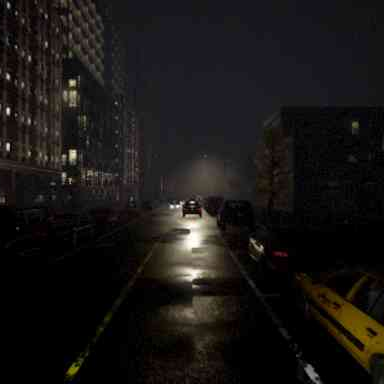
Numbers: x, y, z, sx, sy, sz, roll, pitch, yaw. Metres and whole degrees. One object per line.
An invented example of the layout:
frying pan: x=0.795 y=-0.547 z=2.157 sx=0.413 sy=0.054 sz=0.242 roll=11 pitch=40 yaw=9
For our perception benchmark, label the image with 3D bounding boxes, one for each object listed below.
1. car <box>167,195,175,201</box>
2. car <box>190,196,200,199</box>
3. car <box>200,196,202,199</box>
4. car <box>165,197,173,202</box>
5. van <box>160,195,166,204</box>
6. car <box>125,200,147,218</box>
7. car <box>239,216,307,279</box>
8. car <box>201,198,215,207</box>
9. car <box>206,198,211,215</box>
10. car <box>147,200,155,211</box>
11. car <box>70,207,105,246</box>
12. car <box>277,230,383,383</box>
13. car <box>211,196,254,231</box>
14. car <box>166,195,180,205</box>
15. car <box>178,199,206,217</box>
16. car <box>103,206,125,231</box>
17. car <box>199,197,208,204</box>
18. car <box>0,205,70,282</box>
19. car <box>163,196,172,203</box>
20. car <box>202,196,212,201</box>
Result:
car: x=-5.952 y=1.760 z=92.835 sx=1.967 sy=1.590 sz=4.097 roll=0 pitch=0 yaw=0
car: x=-0.027 y=1.645 z=45.663 sx=1.837 sy=1.490 sz=4.892 roll=0 pitch=0 yaw=0
car: x=2.574 y=1.443 z=43.024 sx=2.192 sy=1.841 sz=5.009 roll=0 pitch=0 yaw=0
car: x=-5.936 y=1.879 z=87.297 sx=1.802 sy=1.307 sz=4.206 roll=0 pitch=0 yaw=0
van: x=-5.887 y=1.573 z=70.687 sx=1.690 sy=1.788 sz=3.998 roll=0 pitch=0 yaw=0
car: x=-5.775 y=1.623 z=31.758 sx=1.752 sy=1.417 sz=4.829 roll=0 pitch=0 yaw=0
car: x=2.671 y=1.607 z=9.802 sx=1.802 sy=1.307 sz=4.206 roll=0 pitch=0 yaw=0
car: x=2.541 y=1.732 z=54.097 sx=1.947 sy=1.339 sz=4.313 roll=0 pitch=0 yaw=0
car: x=2.605 y=1.618 z=32.120 sx=1.752 sy=1.417 sz=4.829 roll=0 pitch=0 yaw=0
car: x=-5.807 y=1.701 z=43.001 sx=1.947 sy=1.339 sz=4.313 roll=0 pitch=0 yaw=0
car: x=-5.726 y=1.598 z=15.317 sx=2.008 sy=1.369 sz=4.403 roll=0 pitch=0 yaw=0
car: x=2.686 y=1.536 z=4.435 sx=1.752 sy=1.417 sz=4.829 roll=0 pitch=0 yaw=0
car: x=2.639 y=1.372 z=20.876 sx=2.192 sy=1.841 sz=5.009 roll=0 pitch=0 yaw=0
car: x=-3.203 y=1.698 z=63.041 sx=2.128 sy=1.511 sz=4.902 roll=0 pitch=0 yaw=0
car: x=0.014 y=1.642 z=32.194 sx=2.033 sy=1.411 sz=5.357 roll=0 pitch=0 yaw=0
car: x=-5.742 y=1.609 z=20.853 sx=1.887 sy=1.381 sz=4.507 roll=0 pitch=0 yaw=0
car: x=2.493 y=1.808 z=70.708 sx=1.802 sy=1.307 sz=4.206 roll=0 pitch=0 yaw=0
car: x=-5.709 y=1.347 z=9.780 sx=2.192 sy=1.841 sz=5.009 roll=0 pitch=0 yaw=0
car: x=-5.919 y=1.800 z=81.590 sx=1.752 sy=1.417 sz=4.829 roll=0 pitch=0 yaw=0
car: x=2.590 y=1.425 z=37.488 sx=2.192 sy=1.841 sz=5.009 roll=0 pitch=0 yaw=0
